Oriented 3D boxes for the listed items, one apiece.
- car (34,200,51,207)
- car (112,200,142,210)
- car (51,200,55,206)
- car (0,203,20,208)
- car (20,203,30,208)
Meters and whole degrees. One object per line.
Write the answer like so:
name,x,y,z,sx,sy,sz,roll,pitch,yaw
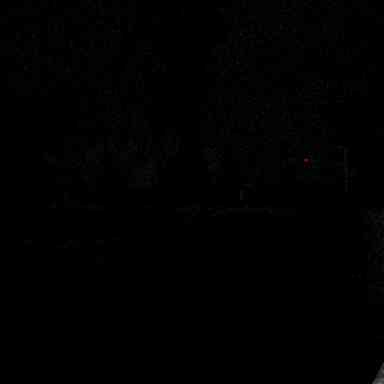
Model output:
car,-32.157,2.418,69.125,4.718,1.301,1.895,-1,0,33
car,-8.924,1.828,45.966,4.892,1.490,1.837,-1,0,33
car,-32.275,2.339,73.361,4.892,1.490,1.837,-1,0,33
car,-35.395,2.214,62.916,4.553,1.767,2.097,-1,0,33
car,-34.075,2.400,66.198,4.181,1.385,1.994,-1,0,33
